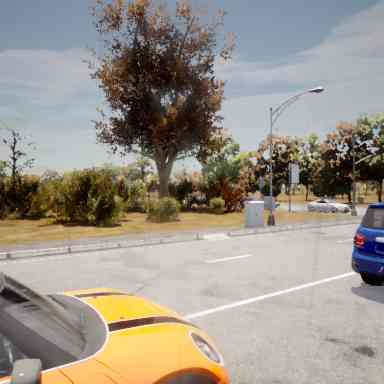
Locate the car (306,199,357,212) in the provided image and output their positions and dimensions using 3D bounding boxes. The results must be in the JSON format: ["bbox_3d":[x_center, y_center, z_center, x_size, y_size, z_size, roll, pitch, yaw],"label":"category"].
[{"bbox_3d":[16.530,1.547,39.696,2.033,1.411,5.357,0,0,-33],"label":"car"}]

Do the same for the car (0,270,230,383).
[{"bbox_3d":[-1.857,1.352,2.421,4.553,1.767,2.097,0,0,-36],"label":"car"}]

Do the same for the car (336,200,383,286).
[{"bbox_3d":[6.186,1.221,8.170,5.566,2.045,2.150,0,0,-35],"label":"car"}]

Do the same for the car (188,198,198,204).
[{"bbox_3d":[1.243,1.496,56.983,2.033,1.411,5.357,0,0,-34],"label":"car"}]

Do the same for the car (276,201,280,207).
[{"bbox_3d":[10.738,1.482,48.789,2.128,1.511,4.902,0,0,-33],"label":"car"}]

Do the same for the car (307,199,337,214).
[{"bbox_3d":[14.653,1.526,35.882,1.812,1.442,4.674,0,0,-30],"label":"car"}]

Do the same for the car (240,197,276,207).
[{"bbox_3d":[8.671,1.471,45.517,1.882,1.535,5.008,0,0,-33],"label":"car"}]
